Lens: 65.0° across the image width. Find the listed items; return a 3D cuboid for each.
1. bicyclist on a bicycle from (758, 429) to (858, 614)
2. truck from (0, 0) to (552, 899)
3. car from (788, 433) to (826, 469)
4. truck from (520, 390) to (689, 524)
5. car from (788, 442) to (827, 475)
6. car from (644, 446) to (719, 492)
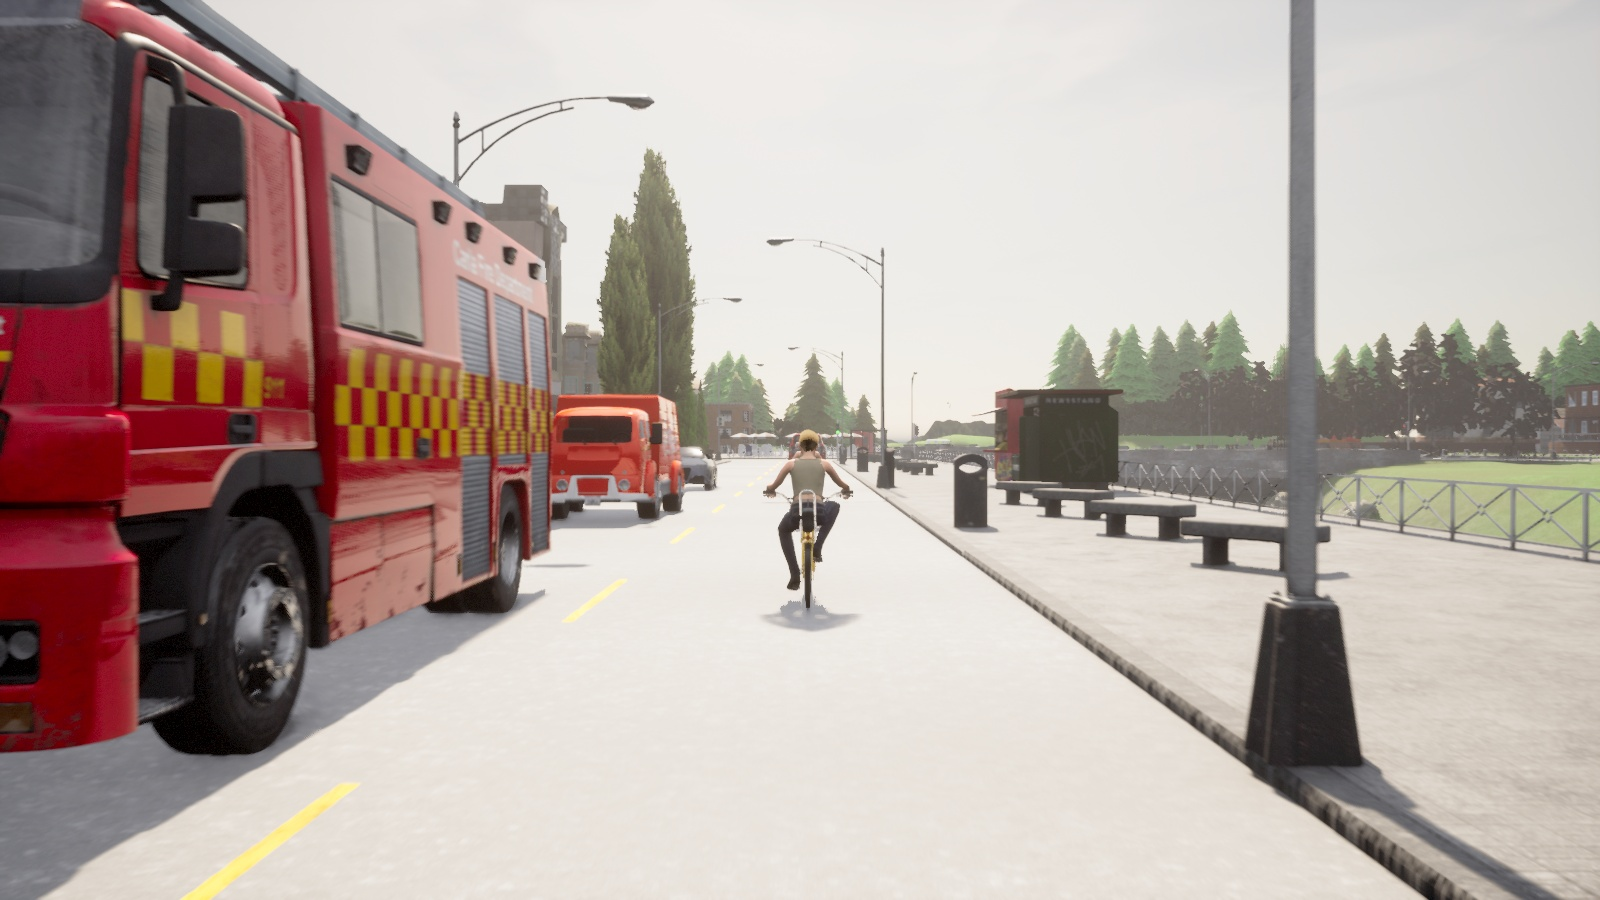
[{"bbox_3d":[0.075,0.617,11.689,0.866,1.612,1.509,0,0,1],"label":"bicyclist on a bicycle"},{"bbox_3d":[-3.937,-0.468,8.257,2.891,3.827,8.468,0,0,0],"label":"truck"},{"bbox_3d":[0.425,0.048,74.062,2.150,2.045,5.566,0,0,0],"label":"car"},{"bbox_3d":[-3.841,0.111,25.770,2.627,2.467,5.204,0,0,0],"label":"truck"},{"bbox_3d":[0.347,0.387,60.011,1.789,1.549,3.705,0,0,0],"label":"car"},{"bbox_3d":[-3.760,0.579,40.591,1.994,1.385,4.181,0,0,0],"label":"car"}]
